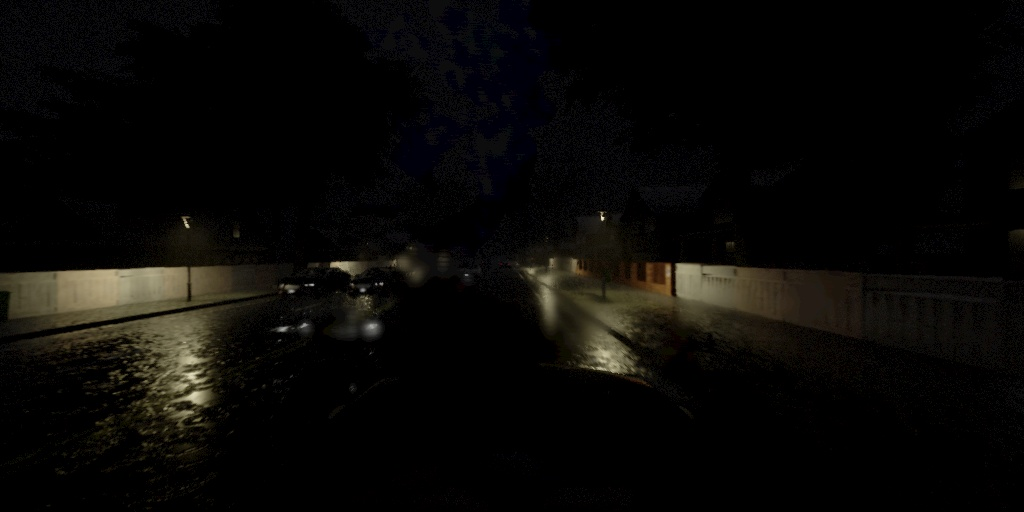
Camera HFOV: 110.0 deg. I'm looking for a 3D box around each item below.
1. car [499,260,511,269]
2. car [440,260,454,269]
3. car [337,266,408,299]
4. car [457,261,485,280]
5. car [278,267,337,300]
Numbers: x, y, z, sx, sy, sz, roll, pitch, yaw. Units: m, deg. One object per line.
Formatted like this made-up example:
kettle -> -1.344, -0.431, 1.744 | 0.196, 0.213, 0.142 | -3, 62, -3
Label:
car -> -1.157, 1.356, 59.023 | 2.033, 1.411, 5.357 | -1, 0, -1
car -> -11.093, 1.424, 61.444 | 2.128, 1.511, 4.902 | -1, 0, -1
car -> -6.950, 1.322, 19.045 | 2.128, 1.511, 4.902 | -1, 0, -1
car -> -3.812, 1.404, 32.749 | 1.895, 1.301, 4.718 | -1, 0, -1
car -> -10.199, 1.361, 18.946 | 2.128, 1.511, 4.902 | -1, 0, -1
